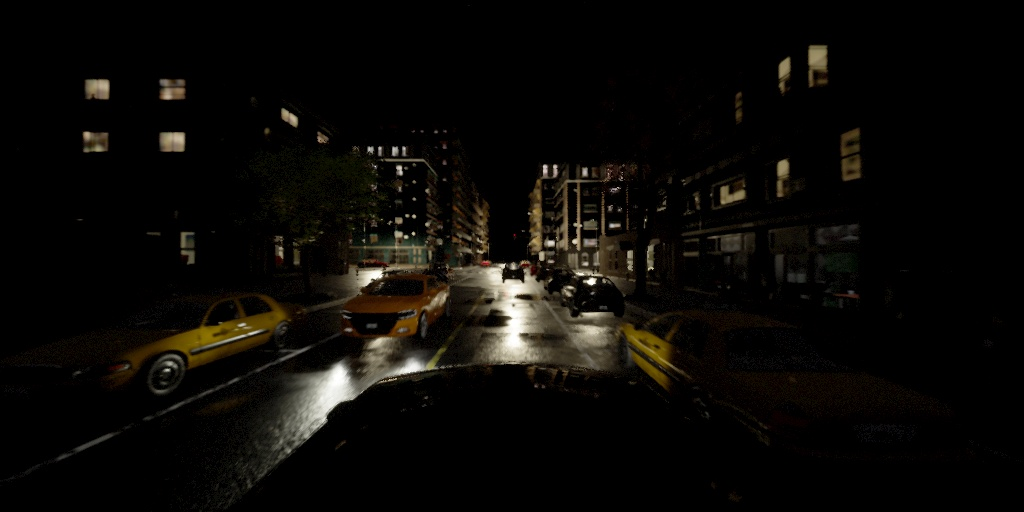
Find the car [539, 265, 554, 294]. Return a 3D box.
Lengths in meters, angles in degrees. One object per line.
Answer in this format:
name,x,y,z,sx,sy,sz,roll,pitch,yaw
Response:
car,2.827,1.420,20.721,1.948,1.339,4.313,0,0,0

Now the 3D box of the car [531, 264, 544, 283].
car,2.829,1.487,29.722,1.802,1.307,4.207,0,0,0

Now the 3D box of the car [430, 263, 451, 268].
car,-5.811,1.338,28.624,1.967,1.591,4.097,0,0,0

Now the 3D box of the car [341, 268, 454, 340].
car,-3.038,1.274,10.326,1.882,1.535,5.008,0,0,1

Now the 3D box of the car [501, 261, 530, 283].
car,0.108,1.397,29.781,2.128,1.511,4.902,0,0,0

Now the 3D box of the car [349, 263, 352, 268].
car,-25.677,1.088,52.074,4.507,1.381,1.888,0,0,-1

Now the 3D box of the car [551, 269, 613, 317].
car,2.796,1.363,13.176,2.007,1.370,4.403,0,0,0

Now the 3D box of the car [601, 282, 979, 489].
car,2.753,1.292,4.955,1.751,1.417,4.829,0,0,0

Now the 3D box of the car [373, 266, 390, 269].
car,-5.807,1.388,17.805,2.007,1.370,4.403,0,0,0

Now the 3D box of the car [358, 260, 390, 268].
car,-19.996,1.195,52.048,4.507,1.381,1.888,0,0,-1

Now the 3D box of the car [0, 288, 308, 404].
car,-5.756,1.302,6.570,1.751,1.417,4.829,0,0,0
